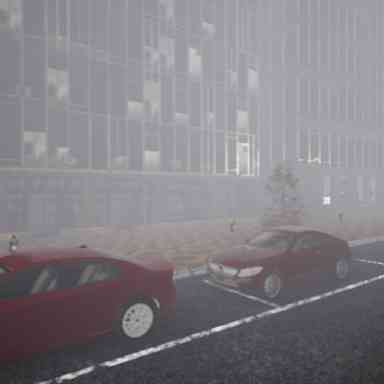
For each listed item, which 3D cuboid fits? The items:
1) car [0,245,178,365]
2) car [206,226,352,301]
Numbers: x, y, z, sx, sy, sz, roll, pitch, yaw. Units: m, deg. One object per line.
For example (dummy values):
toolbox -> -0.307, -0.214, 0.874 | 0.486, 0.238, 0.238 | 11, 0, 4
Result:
car -> -2.340, 1.540, 4.888 | 4.507, 1.381, 1.887 | 0, 0, -35
car -> 2.296, 1.543, 8.194 | 4.206, 1.307, 1.802 | 0, 0, -35
